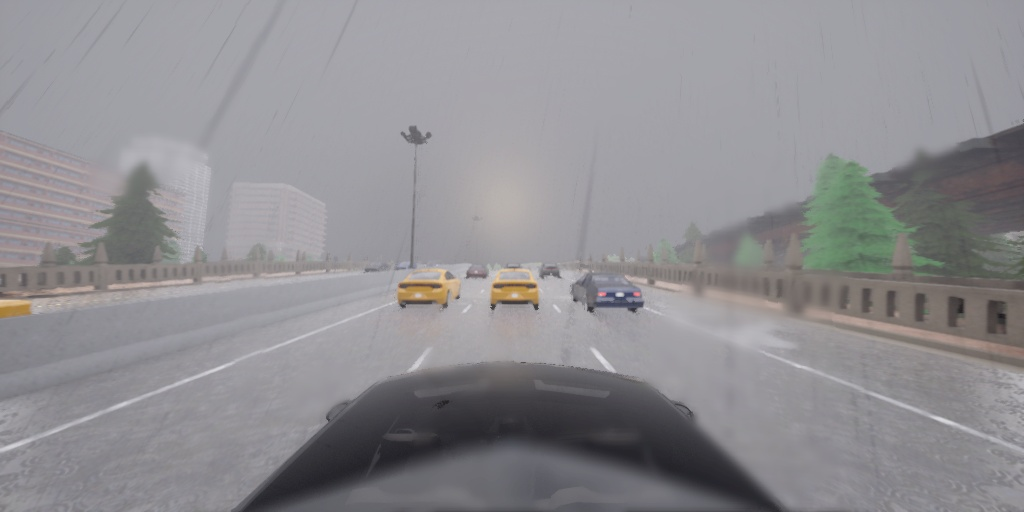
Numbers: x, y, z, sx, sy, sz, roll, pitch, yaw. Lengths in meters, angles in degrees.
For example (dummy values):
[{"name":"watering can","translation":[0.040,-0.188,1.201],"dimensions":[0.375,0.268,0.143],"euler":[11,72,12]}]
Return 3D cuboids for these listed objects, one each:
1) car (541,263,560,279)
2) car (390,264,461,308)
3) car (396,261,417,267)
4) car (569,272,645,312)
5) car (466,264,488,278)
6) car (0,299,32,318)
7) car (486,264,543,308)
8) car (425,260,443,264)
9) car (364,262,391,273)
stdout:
[{"name":"car","translation":[3.612,1.409,35.365],"dimensions":[1.837,1.490,4.892],"euler":[0,0,0]},{"name":"car","translation":[-3.396,1.287,15.470],"dimensions":[1.882,1.535,5.008],"euler":[0,0,0]},{"name":"car","translation":[-14.056,1.438,47.978],"dimensions":[1.882,1.535,5.008],"euler":[0,-1,0]},{"name":"car","translation":[3.604,1.353,14.489],"dimensions":[2.033,1.411,5.357],"euler":[0,0,0]},{"name":"car","translation":[-3.388,1.468,35.715],"dimensions":[1.994,1.385,4.181],"euler":[0,0,0]},{"name":"car","translation":[-10.599,1.238,5.094],"dimensions":[1.882,1.535,5.008],"euler":[0,0,0]},{"name":"car","translation":[0.104,1.287,15.479],"dimensions":[1.882,1.535,5.008],"euler":[0,0,0]},{"name":"car","translation":[-10.557,1.315,48.488],"dimensions":[2.097,1.767,4.553],"euler":[0,0,0]},{"name":"car","translation":[-17.555,1.505,47.208],"dimensions":[2.033,1.411,5.357],"euler":[0,0,0]}]
